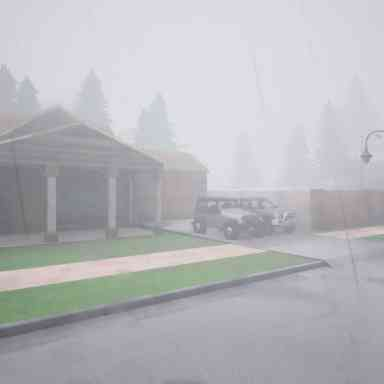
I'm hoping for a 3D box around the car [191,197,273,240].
[{"bbox_3d":[1.614,1.176,15.984,1.905,1.878,3.866,0,0,-36],"label":"car"}]

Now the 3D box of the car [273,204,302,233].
[{"bbox_3d":[3.434,1.174,17.762,1.932,1.855,4.605,0,0,-36],"label":"car"}]
